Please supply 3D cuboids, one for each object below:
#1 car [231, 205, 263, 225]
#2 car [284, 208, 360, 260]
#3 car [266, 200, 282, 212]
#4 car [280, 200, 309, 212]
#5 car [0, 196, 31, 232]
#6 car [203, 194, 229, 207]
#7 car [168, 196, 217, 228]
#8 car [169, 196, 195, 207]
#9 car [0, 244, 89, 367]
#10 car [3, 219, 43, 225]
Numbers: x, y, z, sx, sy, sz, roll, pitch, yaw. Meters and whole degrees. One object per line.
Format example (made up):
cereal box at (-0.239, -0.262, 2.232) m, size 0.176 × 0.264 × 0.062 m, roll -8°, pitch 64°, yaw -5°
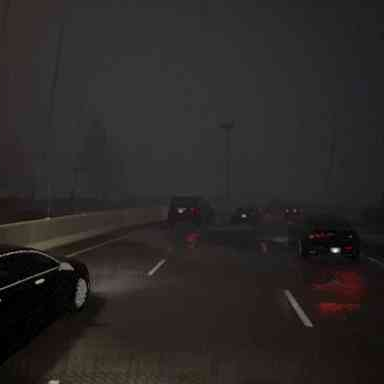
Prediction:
car at (4.258, 1.671, 25.447) m, size 1.994 × 1.385 × 4.181 m, roll 0°, pitch 0°, yaw 17°
car at (4.848, 1.564, 12.749) m, size 1.837 × 1.490 × 4.892 m, roll 0°, pitch 0°, yaw 9°
car at (10.509, 1.667, 40.912) m, size 2.128 × 1.511 × 4.902 m, roll 0°, pitch -1°, yaw 29°
car at (9.817, 1.686, 31.116) m, size 2.033 × 1.411 × 5.357 m, roll 0°, pitch 0°, yaw 22°
car at (-12.013, 1.272, 19.009) m, size 2.150 × 2.045 × 5.566 m, roll 0°, pitch 0°, yaw 11°
car at (4.288, 1.451, 58.114) m, size 2.150 × 2.045 × 5.566 m, roll 0°, pitch 0°, yaw 34°
car at (-0.003, 1.312, 23.543) m, size 2.150 × 2.045 × 5.566 m, roll 0°, pitch 0°, yaw 15°
car at (-1.633, 1.563, 55.330) m, size 2.097 × 1.767 × 4.553 m, roll 0°, pitch 0°, yaw 31°
car at (-3.080, 1.518, 4.837) m, size 1.837 × 1.490 × 4.892 m, roll 0°, pitch 0°, yaw 3°
car at (-8.813, 1.574, 16.961) m, size 1.812 × 1.442 × 4.674 m, roll 0°, pitch 0°, yaw 11°
